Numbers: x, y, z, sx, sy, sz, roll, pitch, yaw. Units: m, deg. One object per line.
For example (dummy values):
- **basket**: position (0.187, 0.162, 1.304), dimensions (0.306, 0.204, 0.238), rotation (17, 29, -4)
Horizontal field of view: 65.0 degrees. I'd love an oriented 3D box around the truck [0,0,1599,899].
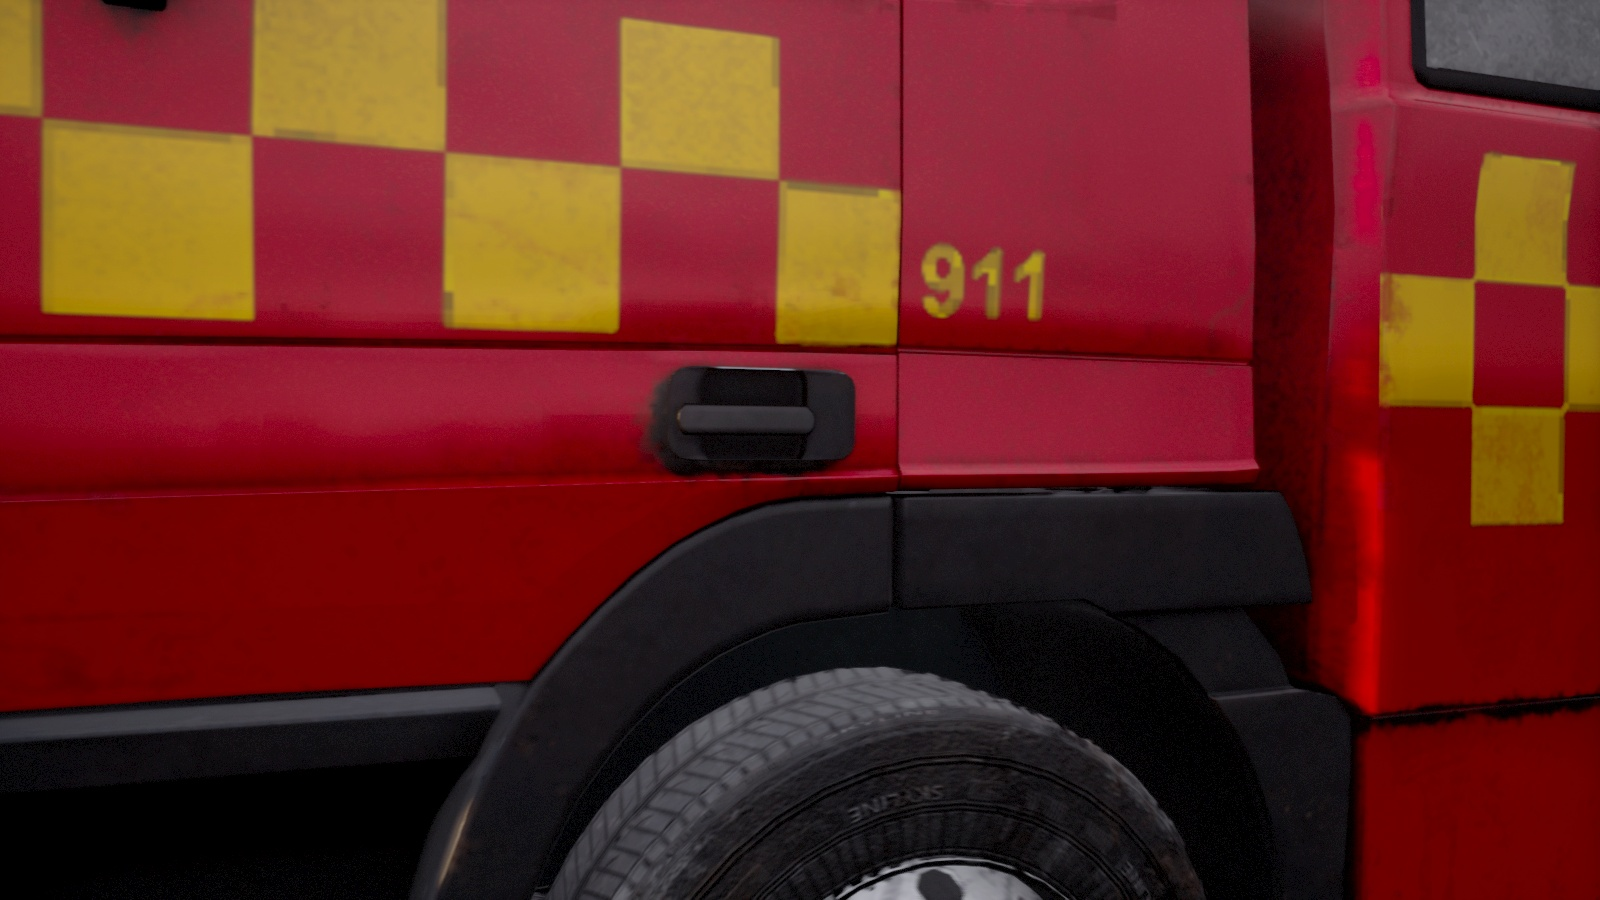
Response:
- **truck**: position (1.879, -0.451, 3.937), dimensions (8.468, 3.827, 2.891), rotation (-1, 1, -21)
